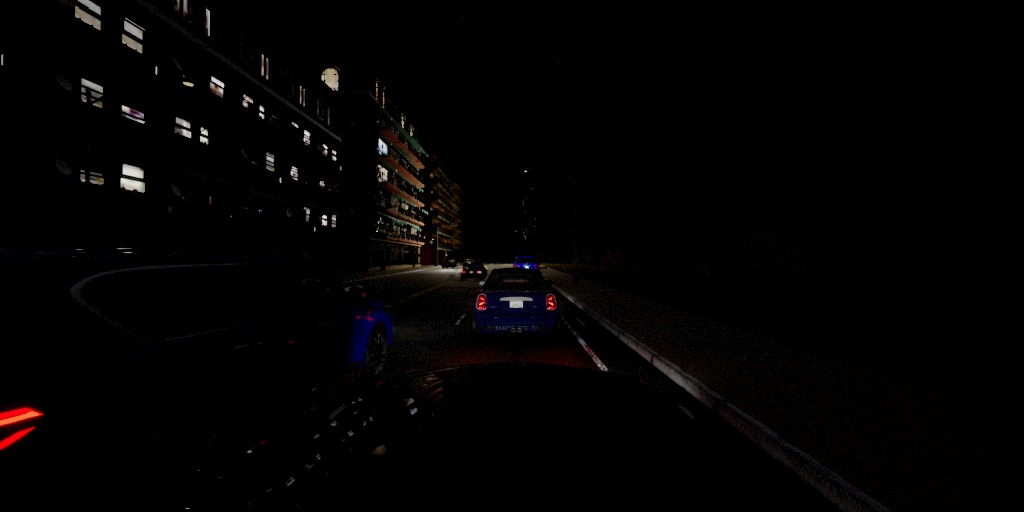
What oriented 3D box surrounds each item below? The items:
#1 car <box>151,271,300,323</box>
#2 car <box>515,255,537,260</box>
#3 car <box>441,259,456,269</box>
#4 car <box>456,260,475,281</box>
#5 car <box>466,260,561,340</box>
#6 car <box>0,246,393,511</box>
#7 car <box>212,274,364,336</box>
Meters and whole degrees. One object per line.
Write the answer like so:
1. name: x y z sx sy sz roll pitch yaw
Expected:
1. car: -9.846 1.315 12.857 1.994 1.385 4.181 0 0 0
2. car: 1.150 0.978 30.103 2.150 2.045 5.566 0 0 0
3. car: -9.813 1.242 56.366 2.128 1.511 4.902 0 0 0
4. car: -3.136 1.300 30.410 2.033 1.411 5.357 0 0 0
5. car: 0.102 1.103 10.150 2.097 1.767 4.553 0 0 0
6. car: -3.151 0.969 3.905 2.150 2.045 5.566 0 0 0
7. car: -6.595 1.352 11.359 1.895 1.301 4.718 0 0 0
